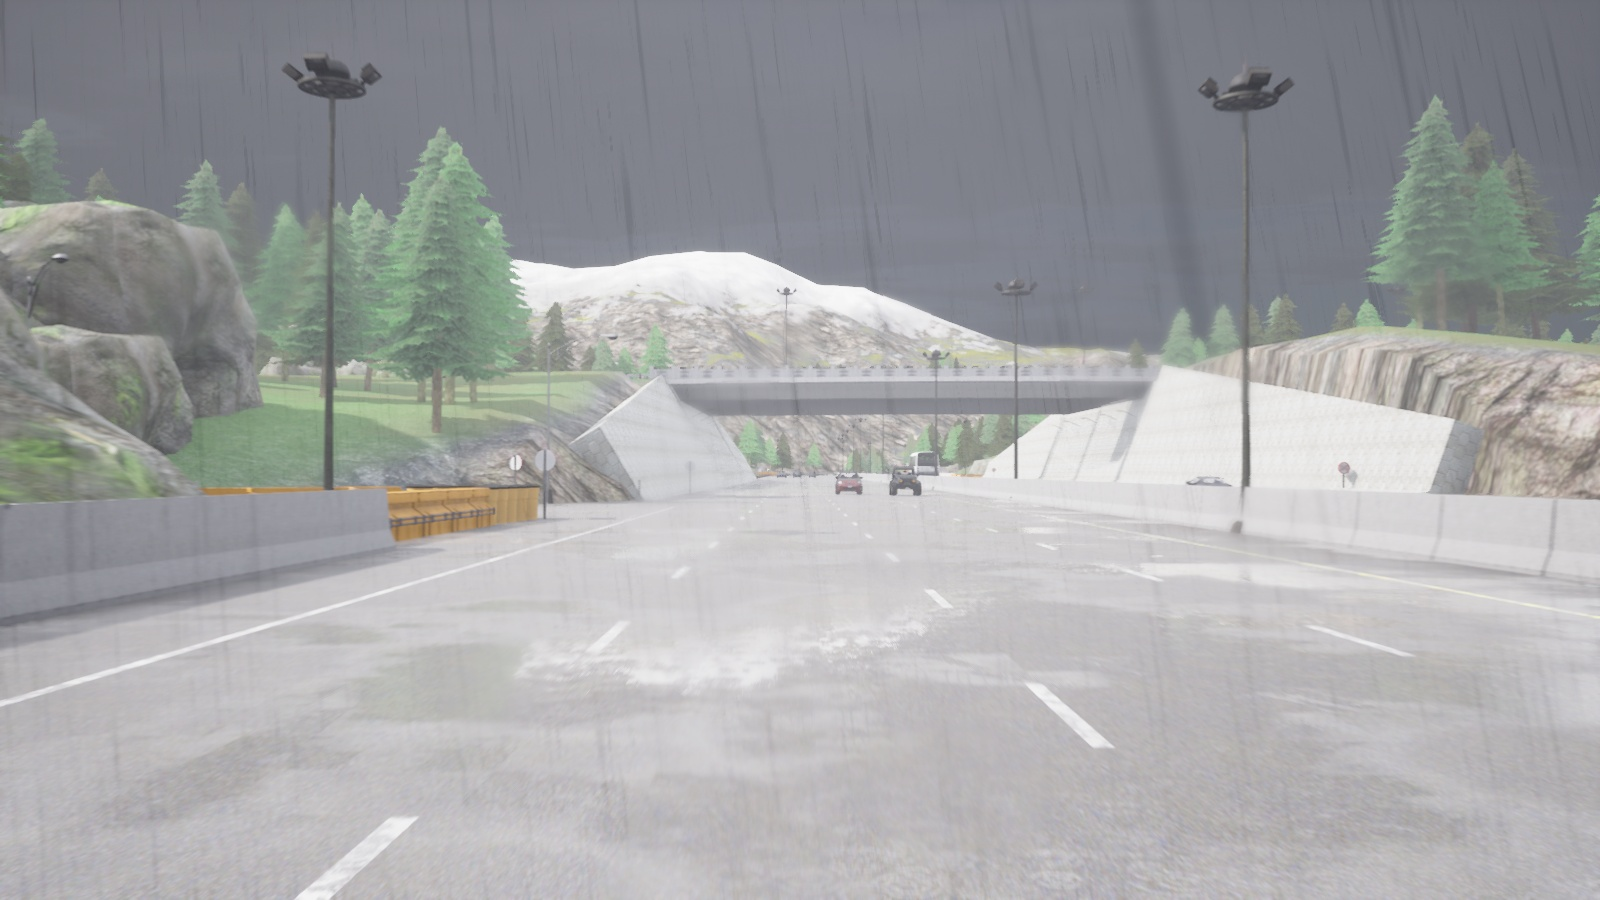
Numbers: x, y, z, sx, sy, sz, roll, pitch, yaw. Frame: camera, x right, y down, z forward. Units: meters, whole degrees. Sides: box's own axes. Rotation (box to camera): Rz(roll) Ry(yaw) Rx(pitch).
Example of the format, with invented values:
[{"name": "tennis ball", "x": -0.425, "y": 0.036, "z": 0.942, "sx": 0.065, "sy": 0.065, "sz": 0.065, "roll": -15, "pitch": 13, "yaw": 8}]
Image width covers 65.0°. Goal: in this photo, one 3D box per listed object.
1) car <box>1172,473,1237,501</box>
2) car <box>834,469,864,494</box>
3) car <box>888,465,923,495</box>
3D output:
[{"name": "car", "x": 20.843, "y": 1.882, "z": 64.881, "sx": 1.994, "sy": 1.385, "sz": 4.181, "roll": 0, "pitch": -1, "yaw": 0}, {"name": "car", "x": 3.294, "y": 2.120, "z": 84.826, "sx": 1.851, "sy": 1.617, "sz": 3.988, "roll": 0, "pitch": -1, "yaw": 0}, {"name": "car", "x": 6.801, "y": 1.947, "z": 81.435, "sx": 1.905, "sy": 1.878, "sz": 3.866, "roll": 0, "pitch": -1, "yaw": 0}]
